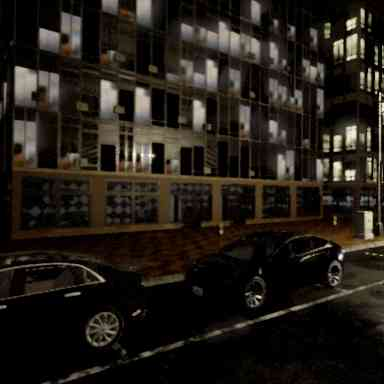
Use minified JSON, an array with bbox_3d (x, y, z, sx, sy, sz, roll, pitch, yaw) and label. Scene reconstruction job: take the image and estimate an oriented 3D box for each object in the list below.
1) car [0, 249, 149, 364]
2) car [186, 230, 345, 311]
[{"bbox_3d":[-2.735,1.554,4.605,4.403,1.369,2.008,1,0,-35],"label":"car"},{"bbox_3d":[1.899,1.620,7.911,4.313,1.339,1.947,1,0,-35],"label":"car"}]
